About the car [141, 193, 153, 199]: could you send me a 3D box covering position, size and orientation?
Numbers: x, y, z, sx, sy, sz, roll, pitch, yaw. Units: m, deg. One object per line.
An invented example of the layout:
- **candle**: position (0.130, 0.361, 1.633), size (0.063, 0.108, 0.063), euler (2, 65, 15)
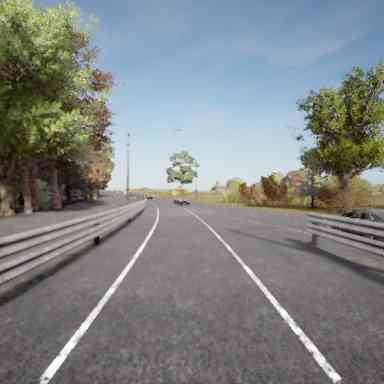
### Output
- **car**: position (-12.186, 1.343, 92.648), size (2.033, 1.411, 5.357), euler (0, 0, -16)

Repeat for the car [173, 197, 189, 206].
- **car**: position (-1.897, 1.567, 55.680), size (1.895, 1.301, 4.718), euler (0, 0, -16)

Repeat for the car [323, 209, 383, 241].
- **car**: position (8.825, 1.632, 17.186), size (1.837, 1.490, 4.892), euler (0, 0, -16)
